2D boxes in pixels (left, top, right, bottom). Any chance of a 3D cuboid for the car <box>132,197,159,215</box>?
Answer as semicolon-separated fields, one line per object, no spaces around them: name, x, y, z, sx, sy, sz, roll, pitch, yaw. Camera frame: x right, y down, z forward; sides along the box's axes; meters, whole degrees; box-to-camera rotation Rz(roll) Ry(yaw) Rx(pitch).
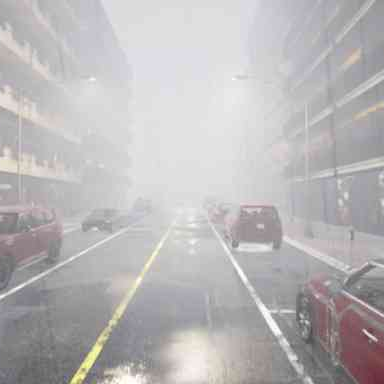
car;-5.283;1.468;36.937;2.192;1.841;5.009;1;0;0

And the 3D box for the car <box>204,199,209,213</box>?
car;2.557;1.734;36.879;1.802;1.307;4.206;1;0;0

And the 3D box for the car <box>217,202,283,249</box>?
car;2.558;1.367;14.754;2.192;1.841;5.009;1;0;0

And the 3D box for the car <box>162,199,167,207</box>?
car;-5.285;1.867;59.060;1.802;1.307;4.206;1;0;0

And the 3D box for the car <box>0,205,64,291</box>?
car;-5.289;1.347;9.284;2.192;1.841;5.009;1;0;0

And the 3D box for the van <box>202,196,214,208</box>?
van;2.565;1.590;53.474;1.690;1.788;3.998;1;0;0

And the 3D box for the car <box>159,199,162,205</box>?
car;-5.288;1.728;42.467;1.887;1.381;4.507;1;0;0

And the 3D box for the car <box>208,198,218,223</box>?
car;2.558;1.539;25.817;1.967;1.590;4.097;1;0;0

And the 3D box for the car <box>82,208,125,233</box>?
car;-5.292;1.640;20.346;1.947;1.339;4.313;1;0;0

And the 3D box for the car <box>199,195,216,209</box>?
car;2.565;1.530;47.942;2.192;1.841;5.009;1;0;0

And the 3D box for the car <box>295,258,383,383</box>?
car;2.595;1.453;3.692;1.967;1.590;4.097;1;0;0
